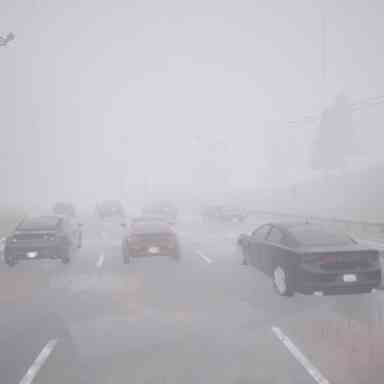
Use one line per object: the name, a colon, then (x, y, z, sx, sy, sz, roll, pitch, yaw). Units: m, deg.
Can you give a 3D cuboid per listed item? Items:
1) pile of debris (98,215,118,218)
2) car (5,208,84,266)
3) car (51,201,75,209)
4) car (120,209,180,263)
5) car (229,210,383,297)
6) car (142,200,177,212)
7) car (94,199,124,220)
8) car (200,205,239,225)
pile of debris: (-7.848, 2.297, 30.898, 1.500, 0.140, 1.860, -1, 0, -25)
car: (-5.145, 1.575, 12.032, 1.837, 1.490, 4.892, 0, 0, -12)
car: (-12.315, 1.677, 31.892, 1.837, 1.490, 4.892, 0, 0, -26)
car: (-1.589, 1.557, 12.133, 1.812, 1.442, 4.674, -1, 0, -12)
car: (2.602, 1.459, 8.649, 1.882, 1.535, 5.008, -1, 0, -8)
car: (-2.823, 1.415, 27.766, 2.097, 1.767, 4.553, -1, 0, -22)
car: (-7.443, 1.468, 29.738, 2.097, 1.767, 4.553, -1, 0, -23)
car: (2.182, 1.605, 24.555, 1.895, 1.301, 4.718, -1, 0, -19)
